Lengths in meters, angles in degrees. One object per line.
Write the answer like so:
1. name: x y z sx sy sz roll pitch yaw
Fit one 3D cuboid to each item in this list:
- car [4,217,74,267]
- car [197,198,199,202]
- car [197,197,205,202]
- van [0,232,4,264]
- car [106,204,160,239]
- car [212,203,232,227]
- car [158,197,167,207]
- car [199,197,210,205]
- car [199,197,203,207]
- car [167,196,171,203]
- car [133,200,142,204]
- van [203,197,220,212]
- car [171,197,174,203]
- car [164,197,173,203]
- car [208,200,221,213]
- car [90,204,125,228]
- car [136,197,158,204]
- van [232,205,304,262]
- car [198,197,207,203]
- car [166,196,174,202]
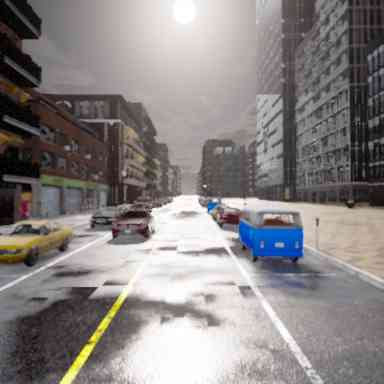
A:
1. car: -5.709 1.603 11.820 1.752 1.417 4.829 1 0 0
2. car: 2.500 1.860 62.143 1.887 1.381 4.507 1 0 0
3. car: 2.407 2.016 89.992 2.008 1.369 4.403 1 0 0
4. van: -5.689 1.392 6.422 1.690 1.788 3.998 1 0 0
5. car: -3.052 1.627 18.128 1.812 1.442 4.674 0 0 0
6. car: 2.632 1.692 23.156 1.802 1.307 4.206 1 0 0
7. car: -5.861 1.855 56.546 1.887 1.381 4.507 1 0 0
8. car: 2.483 1.785 67.714 1.967 1.590 4.097 1 0 0
9. car: 2.519 1.811 56.744 1.752 1.417 4.829 1 0 0
10. car: -5.899 1.952 67.686 1.802 1.307 4.206 1 0 0
11. car: -5.766 1.688 28.529 1.752 1.417 4.829 1 0 0
12. van: 2.578 1.538 39.867 1.690 1.788 3.998 1 0 0
13. car: -5.936 1.974 78.825 1.887 1.381 4.507 1 0 0
14. car: -5.955 2.025 84.395 1.947 1.339 4.313 1 0 0
15. car: 2.613 1.665 28.895 1.752 1.417 4.829 1 0 0
16. car: -5.748 1.686 23.128 2.008 1.369 4.403 1 0 0
17. car: -5.801 1.537 39.839 2.192 1.841 5.009 1 0 0
18. van: 2.673 1.395 12.019 1.690 1.788 3.998 1 0 0
19. car: 2.444 1.949 78.852 1.887 1.381 4.507 1 0 0
20. car: -5.972 1.930 89.965 1.967 1.590 4.097 1 0 0
